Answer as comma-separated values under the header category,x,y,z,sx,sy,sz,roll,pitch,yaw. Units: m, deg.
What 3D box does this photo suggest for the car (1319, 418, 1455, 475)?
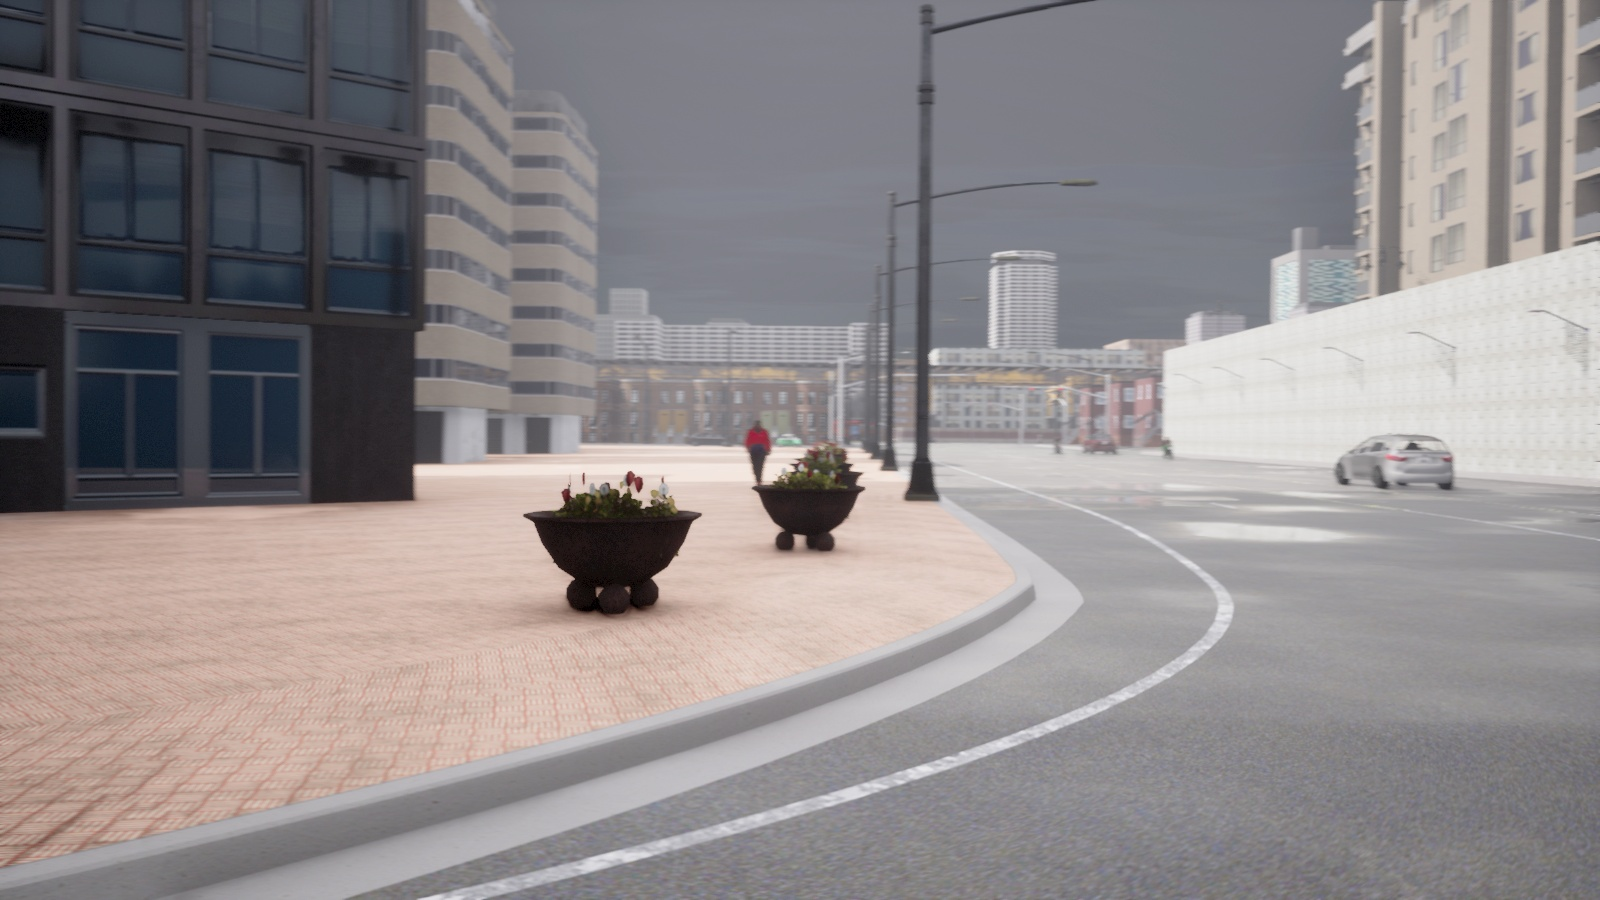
category,x,y,z,sx,sy,sz,roll,pitch,yaw
car,18.410,-0.139,39.651,2.242,1.667,4.611,-1,1,2

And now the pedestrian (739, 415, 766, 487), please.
category,x,y,z,sx,sy,sz,roll,pitch,yaw
pedestrian,-1.229,0.027,32.699,0.634,1.844,0.899,-1,1,2
